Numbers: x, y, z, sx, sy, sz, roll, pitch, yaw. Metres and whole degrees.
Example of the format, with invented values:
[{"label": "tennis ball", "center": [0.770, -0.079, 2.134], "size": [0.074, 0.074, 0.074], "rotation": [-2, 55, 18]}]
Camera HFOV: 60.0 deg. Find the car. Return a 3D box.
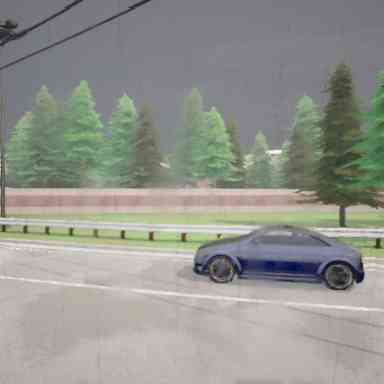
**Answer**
[{"label": "car", "center": [2.152, 1.565, 8.692], "size": [4.181, 1.385, 1.994], "rotation": [0, 0, 14]}]
